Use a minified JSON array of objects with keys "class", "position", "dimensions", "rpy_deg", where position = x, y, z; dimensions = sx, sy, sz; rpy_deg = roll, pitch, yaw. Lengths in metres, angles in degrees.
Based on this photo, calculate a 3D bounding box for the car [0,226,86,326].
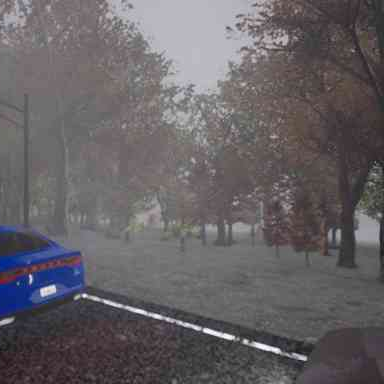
[{"class":"car","position":[-4.216,1.424,6.593],"dimensions":[5.008,1.535,1.882],"rpy_deg":[-2,2,36]}]

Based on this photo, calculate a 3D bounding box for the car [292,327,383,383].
[{"class":"car","position":[3.203,1.521,1.639],"dimensions":[5.357,1.411,2.033],"rpy_deg":[-1,1,34]}]
